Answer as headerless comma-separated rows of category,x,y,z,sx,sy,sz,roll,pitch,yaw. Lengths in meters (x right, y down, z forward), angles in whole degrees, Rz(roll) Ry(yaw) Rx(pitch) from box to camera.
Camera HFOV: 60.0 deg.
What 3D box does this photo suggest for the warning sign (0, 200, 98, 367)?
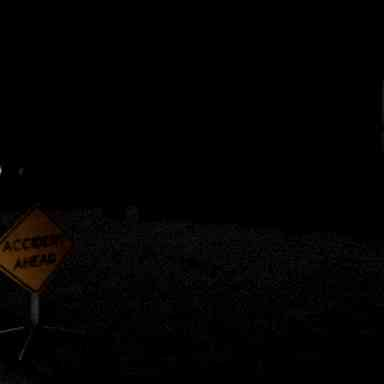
warning sign,-2.183,1.068,4.631,1.060,1.860,1.300,1,0,36
